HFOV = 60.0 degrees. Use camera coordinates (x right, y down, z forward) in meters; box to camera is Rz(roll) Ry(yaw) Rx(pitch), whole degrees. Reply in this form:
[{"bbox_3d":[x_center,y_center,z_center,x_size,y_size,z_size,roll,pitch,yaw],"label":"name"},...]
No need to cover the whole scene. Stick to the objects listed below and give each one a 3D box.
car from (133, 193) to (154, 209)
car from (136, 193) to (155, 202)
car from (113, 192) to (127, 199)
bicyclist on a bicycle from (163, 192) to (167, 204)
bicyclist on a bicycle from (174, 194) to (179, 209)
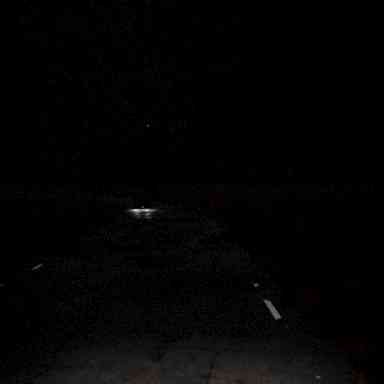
[{"bbox_3d":[-5.888,1.209,38.880,2.033,1.411,5.357,0,1,-13],"label":"car"},{"bbox_3d":[-7.831,0.925,55.974,2.033,1.411,5.357,-2,1,-21],"label":"car"},{"bbox_3d":[-15.816,0.730,72.808,1.812,1.442,4.674,-1,1,-32],"label":"car"},{"bbox_3d":[-3.796,0.894,46.529,0.582,1.620,1.656,-1,0,-16],"label":"bicyclist on a bicycle"},{"bbox_3d":[-1.755,1.105,38.224,0.582,1.620,1.656,0,0,-12],"label":"bicyclist on a bicycle"}]
